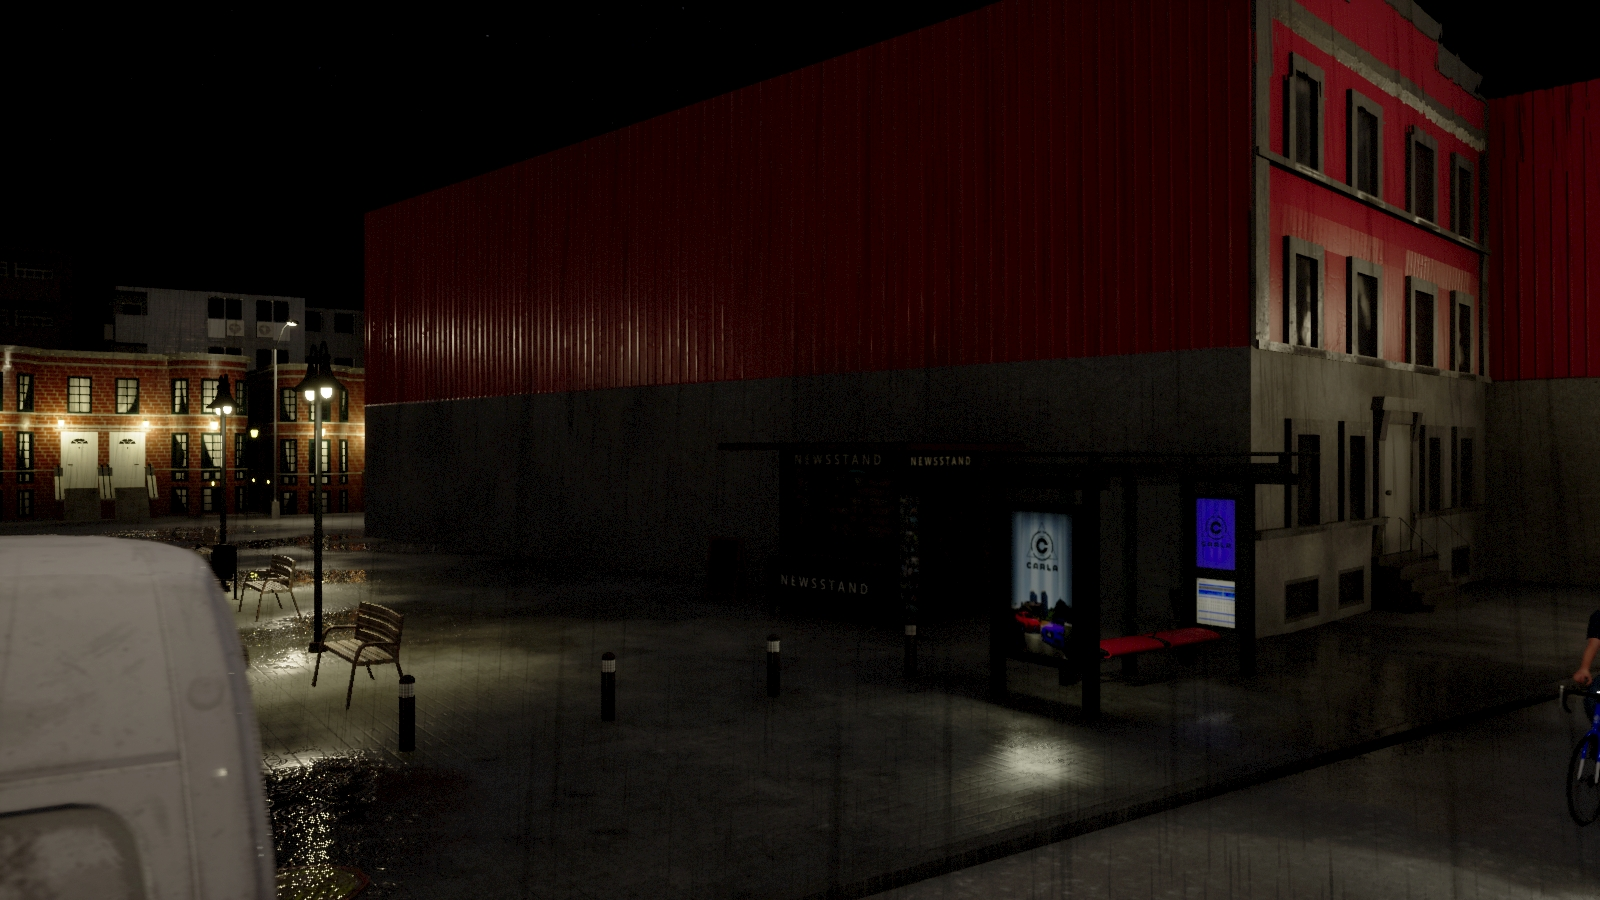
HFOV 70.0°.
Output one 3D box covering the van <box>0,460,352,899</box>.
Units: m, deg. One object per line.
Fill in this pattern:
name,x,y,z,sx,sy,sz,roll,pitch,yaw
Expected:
van,-3.975,1.315,1.620,5.915,2.561,1.988,0,0,-35
